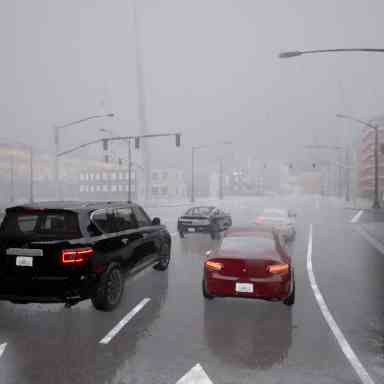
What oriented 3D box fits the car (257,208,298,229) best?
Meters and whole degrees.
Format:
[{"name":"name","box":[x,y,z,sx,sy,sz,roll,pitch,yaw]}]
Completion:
[{"name":"car","box":[4.191,1.526,16.557,1.812,1.442,4.674,0,0,20]}]

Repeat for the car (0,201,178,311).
[{"name":"car","box":[-2.161,1.221,8.039,2.150,2.045,5.566,0,0,12]}]

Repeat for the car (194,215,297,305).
[{"name":"car","box":[1.452,1.526,8.124,1.812,1.442,4.674,0,0,13]}]

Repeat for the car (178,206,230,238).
[{"name":"car","box":[0.784,1.491,17.289,2.128,1.511,4.902,0,0,19]}]
